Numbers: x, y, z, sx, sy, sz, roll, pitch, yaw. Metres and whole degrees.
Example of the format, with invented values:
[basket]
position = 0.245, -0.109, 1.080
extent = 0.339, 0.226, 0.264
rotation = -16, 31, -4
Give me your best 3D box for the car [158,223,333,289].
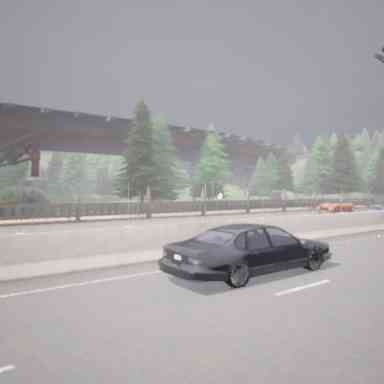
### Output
[car]
position = 1.702, 1.600, 9.370
extent = 5.357, 1.411, 2.033
rotation = 0, 0, -36
